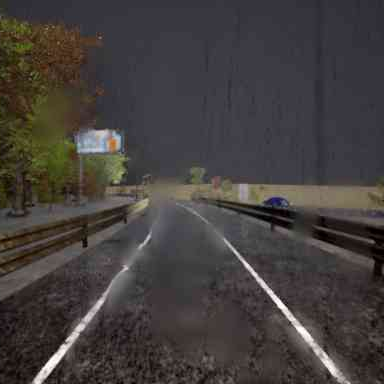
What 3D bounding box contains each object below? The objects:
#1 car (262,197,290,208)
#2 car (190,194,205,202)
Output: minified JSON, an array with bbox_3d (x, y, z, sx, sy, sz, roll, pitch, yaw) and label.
[{"bbox_3d":[11.236,1.385,44.706,1.812,1.442,4.674,0,0,-20],"label":"car"},{"bbox_3d":[1.204,1.293,72.975,2.097,1.767,4.553,0,0,-20],"label":"car"}]
